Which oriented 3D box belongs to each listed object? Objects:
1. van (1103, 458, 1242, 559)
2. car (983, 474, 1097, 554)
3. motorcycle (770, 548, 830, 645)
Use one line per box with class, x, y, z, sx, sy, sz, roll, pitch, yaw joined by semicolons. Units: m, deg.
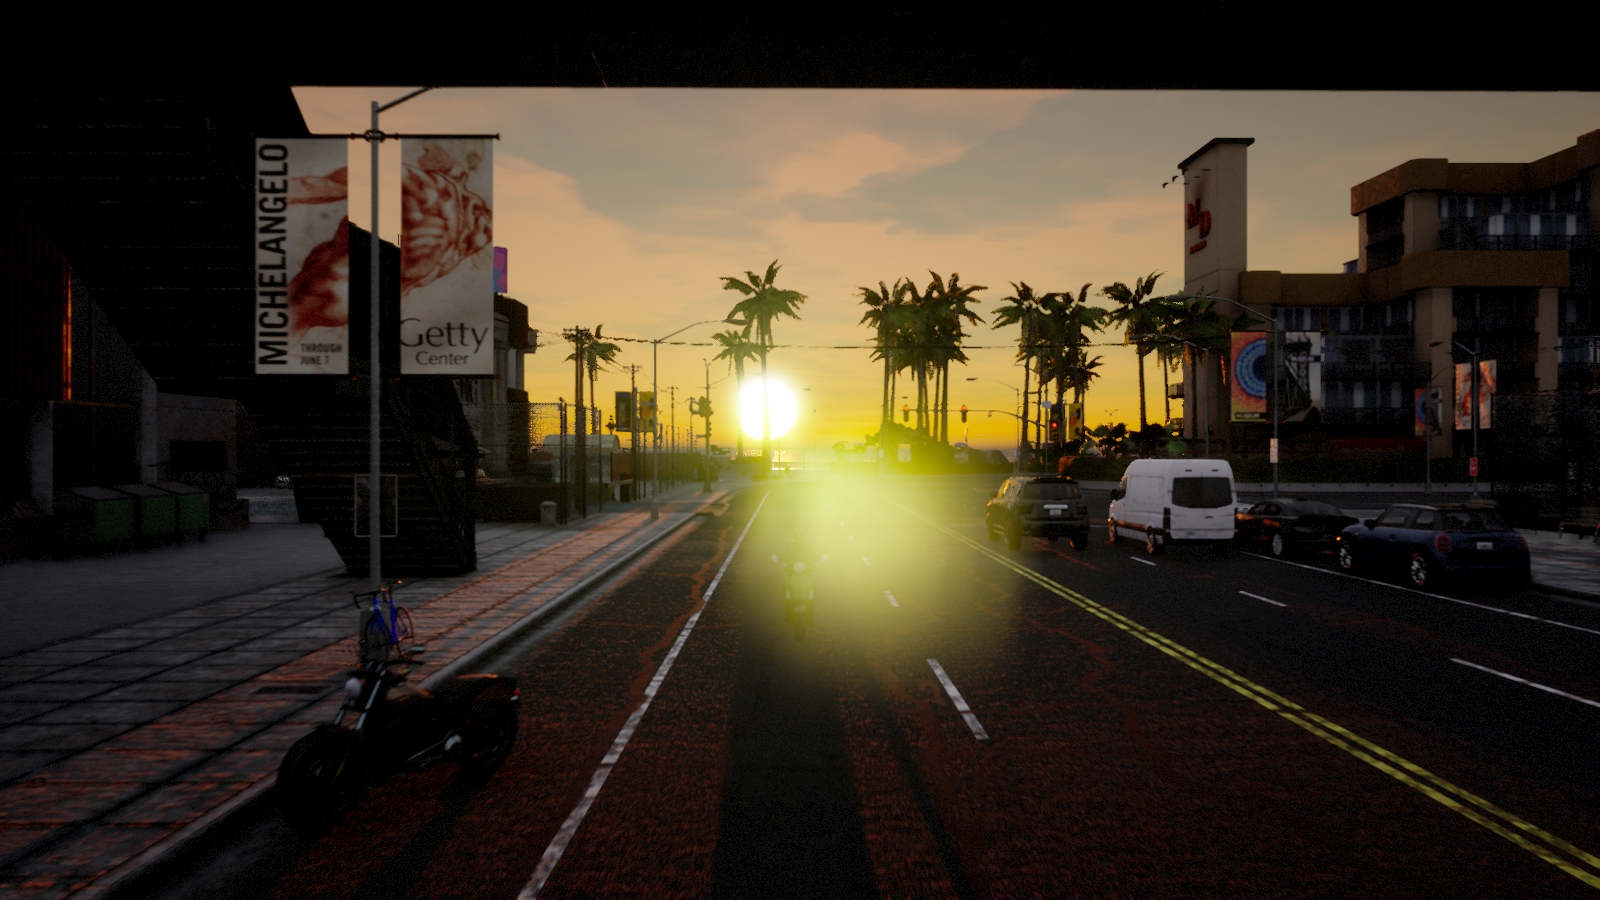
van;10.403;1.534;32.499;1.988;2.561;5.915;0;0;0
car;6.897;1.779;33.482;2.150;2.045;5.566;0;0;0
motorcycle;-0.007;2.182;17.346;0.856;1.236;1.805;0;0;0
